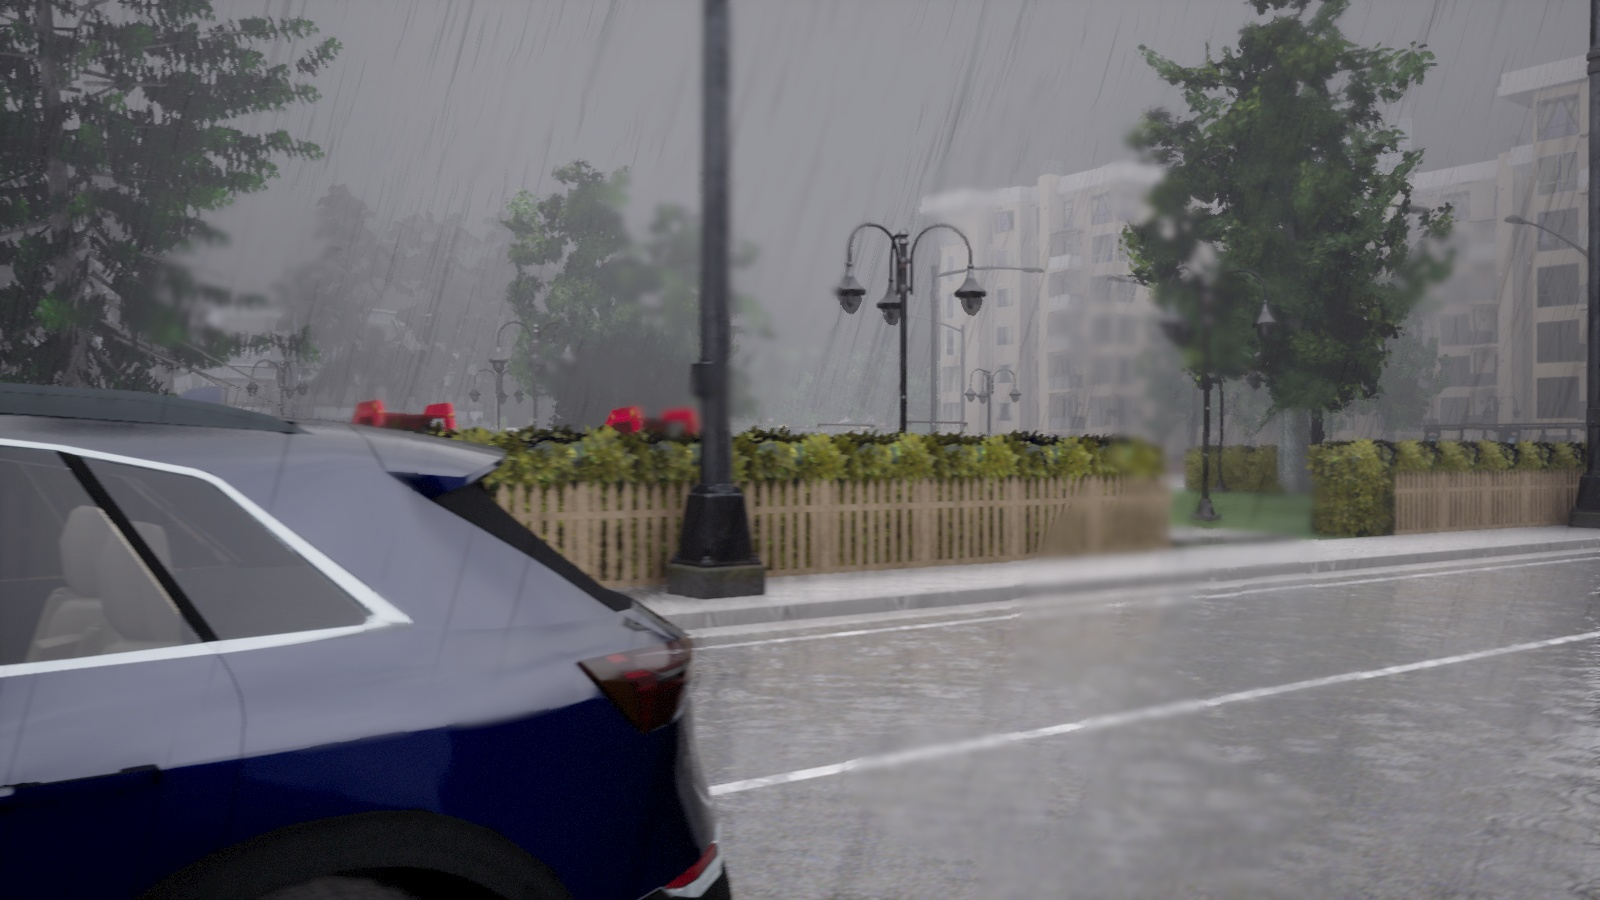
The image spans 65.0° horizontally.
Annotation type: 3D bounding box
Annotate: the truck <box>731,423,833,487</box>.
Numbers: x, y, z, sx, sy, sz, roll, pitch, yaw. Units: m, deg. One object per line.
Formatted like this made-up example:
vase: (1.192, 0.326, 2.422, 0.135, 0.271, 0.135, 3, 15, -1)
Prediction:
truck: (-1.328, 0.427, 85.792, 2.891, 3.462, 7.936, 0, -7, -34)

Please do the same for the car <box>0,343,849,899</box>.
car: (-2.475, 0.685, 1.936, 4.856, 1.649, 2.033, 0, 0, -35)
